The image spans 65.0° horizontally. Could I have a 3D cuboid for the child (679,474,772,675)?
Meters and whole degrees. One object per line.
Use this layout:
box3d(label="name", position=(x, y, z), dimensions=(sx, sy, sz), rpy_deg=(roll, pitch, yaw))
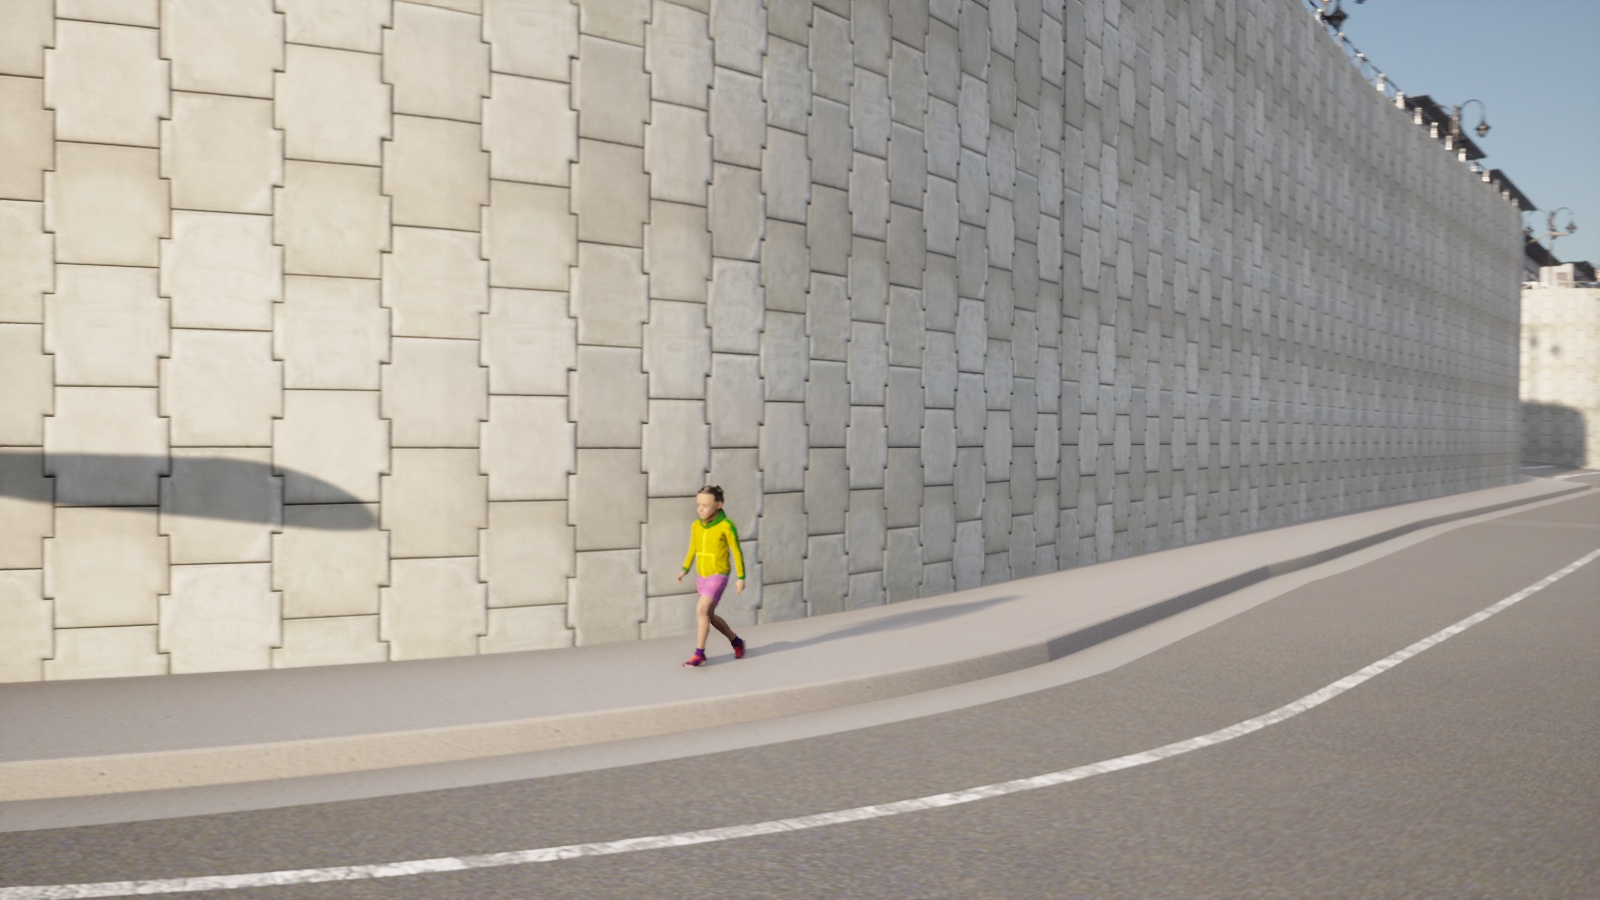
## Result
box3d(label="child", position=(-0.452, 0.736, 7.631), dimensions=(0.299, 1.160, 0.473), rpy_deg=(0, 1, 43))
